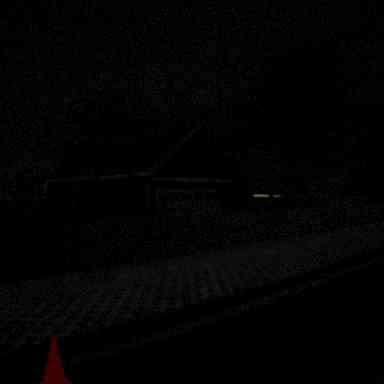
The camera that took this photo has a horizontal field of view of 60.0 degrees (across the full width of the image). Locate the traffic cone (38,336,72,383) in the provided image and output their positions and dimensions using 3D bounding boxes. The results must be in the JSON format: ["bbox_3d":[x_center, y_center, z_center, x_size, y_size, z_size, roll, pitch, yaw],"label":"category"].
[{"bbox_3d":[-1.588,1.968,3.849,0.340,0.580,0.340,0,0,-37],"label":"traffic cone"}]
